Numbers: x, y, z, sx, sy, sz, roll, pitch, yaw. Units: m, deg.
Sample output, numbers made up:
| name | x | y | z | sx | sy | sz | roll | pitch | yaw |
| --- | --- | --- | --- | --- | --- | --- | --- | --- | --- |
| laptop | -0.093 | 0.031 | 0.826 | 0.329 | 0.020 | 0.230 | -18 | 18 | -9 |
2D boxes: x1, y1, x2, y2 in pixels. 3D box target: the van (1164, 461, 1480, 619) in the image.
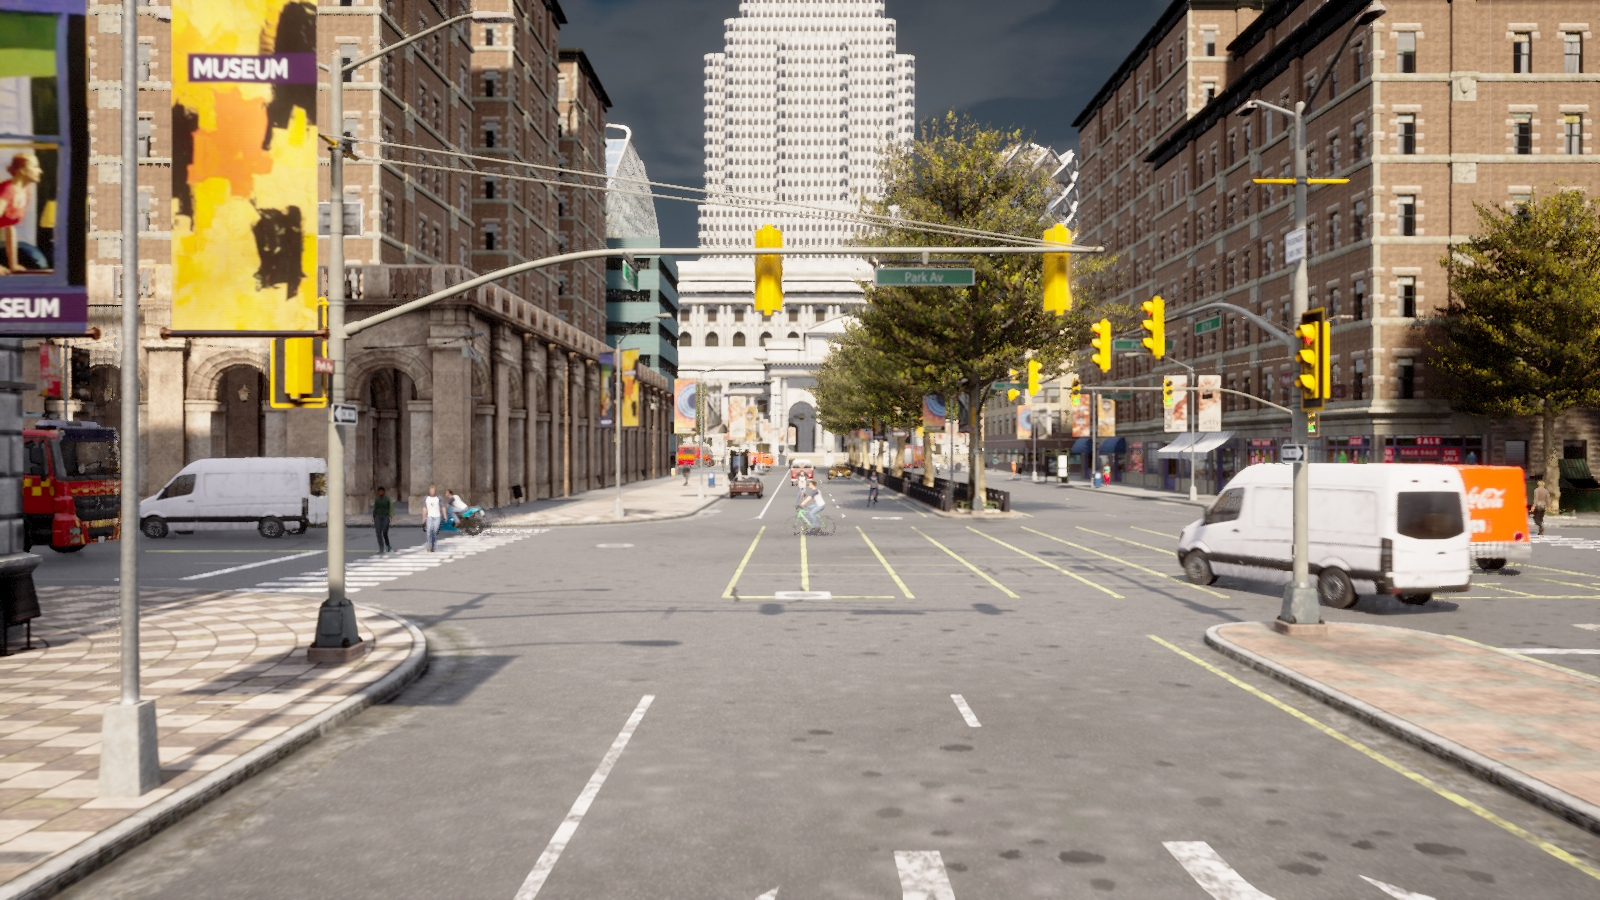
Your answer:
| name | x | y | z | sx | sy | sz | roll | pitch | yaw |
| --- | --- | --- | --- | --- | --- | --- | --- | --- | --- |
| van | 9.779 | 1.536 | 22.141 | 1.988 | 2.561 | 5.915 | 1 | 0 | -19 |

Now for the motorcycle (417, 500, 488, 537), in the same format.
| name | x | y | z | sx | sy | sz | roll | pitch | yaw |
| --- | --- | --- | --- | --- | --- | --- | --- | --- | --- |
| motorcycle | -11.246 | 2.216 | 36.999 | 2.033 | 1.145 | 0.803 | 0 | 0 | 0 |

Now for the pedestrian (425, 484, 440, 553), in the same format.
| name | x | y | z | sx | sy | sz | roll | pitch | yaw |
| --- | --- | --- | --- | --- | --- | --- | --- | --- | --- |
| pedestrian | -10.002 | 1.851 | 31.093 | 0.375 | 1.860 | 0.375 | 0 | 0 | -15 |

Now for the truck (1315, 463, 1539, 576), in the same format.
| name | x | y | z | sx | sy | sz | roll | pitch | yaw |
| --- | --- | --- | --- | --- | --- | --- | --- | --- | --- |
| truck | 15.054 | 1.569 | 27.904 | 2.627 | 2.467 | 5.204 | 0 | 0 | 0 |

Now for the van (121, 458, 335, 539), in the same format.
| name | x | y | z | sx | sy | sz | roll | pitch | yaw |
| --- | --- | --- | --- | --- | --- | --- | --- | --- | --- |
| van | -18.419 | 1.538 | 36.978 | 5.915 | 2.561 | 1.988 | 0 | 0 | 0 |

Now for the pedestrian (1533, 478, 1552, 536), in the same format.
| name | x | y | z | sx | sy | sz | roll | pitch | yaw |
| --- | --- | --- | --- | --- | --- | --- | --- | --- | --- |
| pedestrian | 24.133 | 1.852 | 37.150 | 0.375 | 1.860 | 0.375 | 0 | 0 | 4 |

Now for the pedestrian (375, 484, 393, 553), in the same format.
| name | x | y | z | sx | sy | sz | roll | pitch | yaw |
| --- | --- | --- | --- | --- | --- | --- | --- | --- | --- |
| pedestrian | -11.266 | 1.851 | 30.942 | 0.375 | 1.860 | 0.375 | 0 | 0 | 0 |
